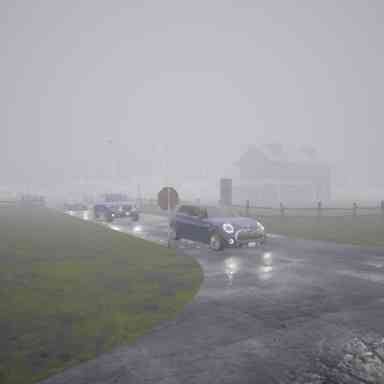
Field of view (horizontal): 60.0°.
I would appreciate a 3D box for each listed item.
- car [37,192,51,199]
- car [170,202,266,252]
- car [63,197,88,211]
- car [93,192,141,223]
[{"bbox_3d":[-35.145,0.894,79.681,2.128,1.511,4.902,0,0,-31],"label":"car"},{"bbox_3d":[0.915,1.276,13.795,2.097,1.767,4.553,0,0,-34],"label":"car"},{"bbox_3d":[-12.857,1.267,36.584,1.812,1.442,4.674,0,0,-31],"label":"car"},{"bbox_3d":[-5.674,1.057,24.459,2.150,2.045,5.566,0,1,-31],"label":"car"}]
